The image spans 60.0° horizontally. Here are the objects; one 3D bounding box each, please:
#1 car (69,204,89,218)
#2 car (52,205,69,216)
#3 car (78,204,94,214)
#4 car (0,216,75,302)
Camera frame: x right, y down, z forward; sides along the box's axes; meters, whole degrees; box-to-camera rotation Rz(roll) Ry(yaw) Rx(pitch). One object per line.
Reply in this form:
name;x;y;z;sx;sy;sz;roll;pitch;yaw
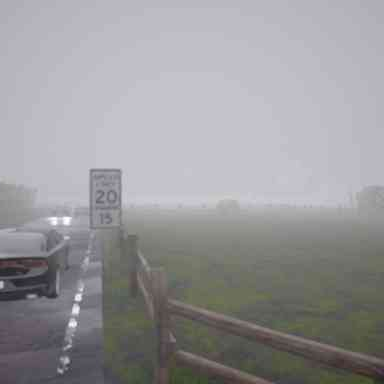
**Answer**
car;-12.251;2.094;37.467;2.128;1.511;4.902;0;-1;-15
car;-16.334;2.304;41.714;1.895;1.301;4.718;0;-1;-16
car;-15.089;2.365;47.519;1.895;1.301;4.718;0;-1;-15
car;-4.290;1.618;8.561;1.882;1.535;5.008;0;-1;-16
